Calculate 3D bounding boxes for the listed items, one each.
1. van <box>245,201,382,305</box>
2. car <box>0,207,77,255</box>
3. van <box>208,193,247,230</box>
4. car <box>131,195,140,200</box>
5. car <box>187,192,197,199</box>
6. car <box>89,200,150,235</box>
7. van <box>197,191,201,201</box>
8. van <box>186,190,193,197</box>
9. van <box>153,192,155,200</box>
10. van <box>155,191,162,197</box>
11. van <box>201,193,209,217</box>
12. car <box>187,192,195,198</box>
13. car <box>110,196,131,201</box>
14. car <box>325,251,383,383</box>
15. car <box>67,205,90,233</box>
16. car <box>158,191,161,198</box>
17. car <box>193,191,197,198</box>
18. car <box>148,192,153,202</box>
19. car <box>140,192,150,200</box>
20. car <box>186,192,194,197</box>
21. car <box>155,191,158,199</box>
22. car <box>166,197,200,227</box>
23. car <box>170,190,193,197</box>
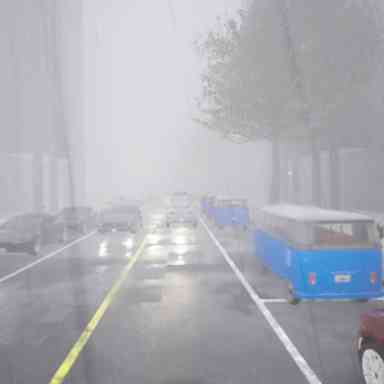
[{"bbox_3d":[2.523,1.232,7.573,1.690,1.788,3.998,-1,1,-2],"label":"van"},{"bbox_3d":[-6.210,1.493,12.853,1.947,1.339,4.313,-1,1,-2],"label":"car"},{"bbox_3d":[2.088,1.118,18.800,1.690,1.788,3.998,-1,1,-2],"label":"van"},{"bbox_3d":[-7.081,1.141,35.309,1.967,1.590,4.097,-1,1,-2],"label":"car"},{"bbox_3d":[-0.084,0.777,74.942,2.008,1.369,4.403,-1,1,-2],"label":"car"},{"bbox_3d":[-3.728,1.392,18.209,2.033,1.411,5.357,-1,1,-2],"label":"car"},{"bbox_3d":[1.653,1.005,30.028,1.690,1.788,3.998,-1,1,-2],"label":"van"},{"bbox_3d":[-0.739,0.409,91.781,1.690,1.788,3.998,-1,1,-2],"label":"van"},{"bbox_3d":[-7.952,0.822,57.765,1.690,1.788,3.998,-1,1,-2],"label":"van"},{"bbox_3d":[-9.257,0.503,91.451,1.690,1.788,3.998,-1,1,-2],"label":"van"},{"bbox_3d":[1.870,1.061,24.415,1.690,1.788,3.998,-1,1,-2],"label":"van"},{"bbox_3d":[-0.308,0.697,80.725,1.752,1.417,4.829,-1,1,-2],"label":"car"},{"bbox_3d":[-6.856,1.284,29.525,1.752,1.417,4.829,-1,1,-2],"label":"car"},{"bbox_3d":[2.743,1.493,1.961,1.887,1.381,4.507,-1,1,-2],"label":"car"},{"bbox_3d":[-6.427,1.436,18.467,1.947,1.339,4.313,-1,1,-2],"label":"car"},{"bbox_3d":[-8.604,0.760,74.608,1.967,1.590,4.097,-1,1,-2],"label":"car"},{"bbox_3d":[0.565,0.703,58.098,2.192,1.841,5.009,-1,1,-2],"label":"car"},{"bbox_3d":[-7.732,1.086,52.152,2.008,1.369,4.403,-1,1,-2],"label":"car"},{"bbox_3d":[-7.515,1.141,46.538,2.008,1.369,4.403,-1,1,-2],"label":"car"},{"bbox_3d":[-0.526,0.644,86.340,1.752,1.417,4.829,-1,1,-2],"label":"car"},{"bbox_3d":[-8.167,0.972,63.381,1.887,1.381,4.507,-1,1,-2],"label":"car"},{"bbox_3d":[-0.673,1.308,21.001,1.812,1.442,4.674,-1,1,-2],"label":"car"},{"bbox_3d":[-1.350,0.830,38.347,2.150,2.045,5.566,-1,0,-2],"label":"car"}]
